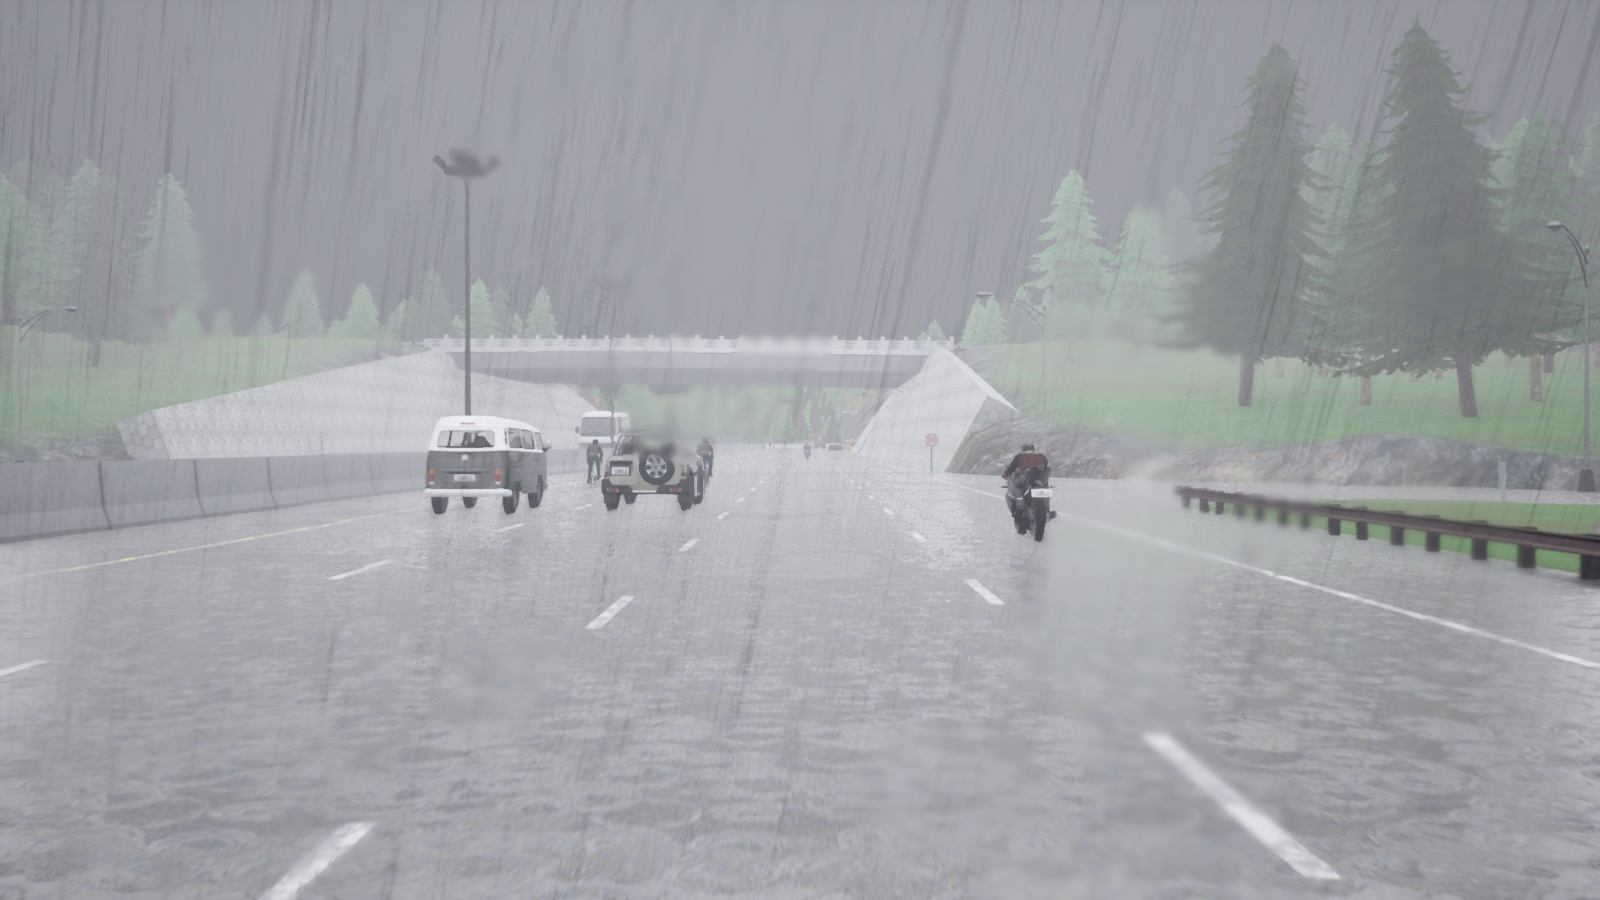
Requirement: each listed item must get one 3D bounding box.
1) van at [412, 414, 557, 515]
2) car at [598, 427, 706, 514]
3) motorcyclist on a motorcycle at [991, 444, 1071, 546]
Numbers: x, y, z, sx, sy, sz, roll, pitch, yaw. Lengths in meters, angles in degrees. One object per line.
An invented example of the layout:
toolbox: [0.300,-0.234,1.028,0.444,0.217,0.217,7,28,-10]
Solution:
van: [-6.822,0.305,27.639,2.069,2.038,4.480,0,0,0]
car: [-3.319,0.398,29.083,1.932,1.855,4.605,0,1,0]
motorcyclist on a motorcycle: [3.629,0.672,19.895,0.866,1.530,2.191,0,0,0]
